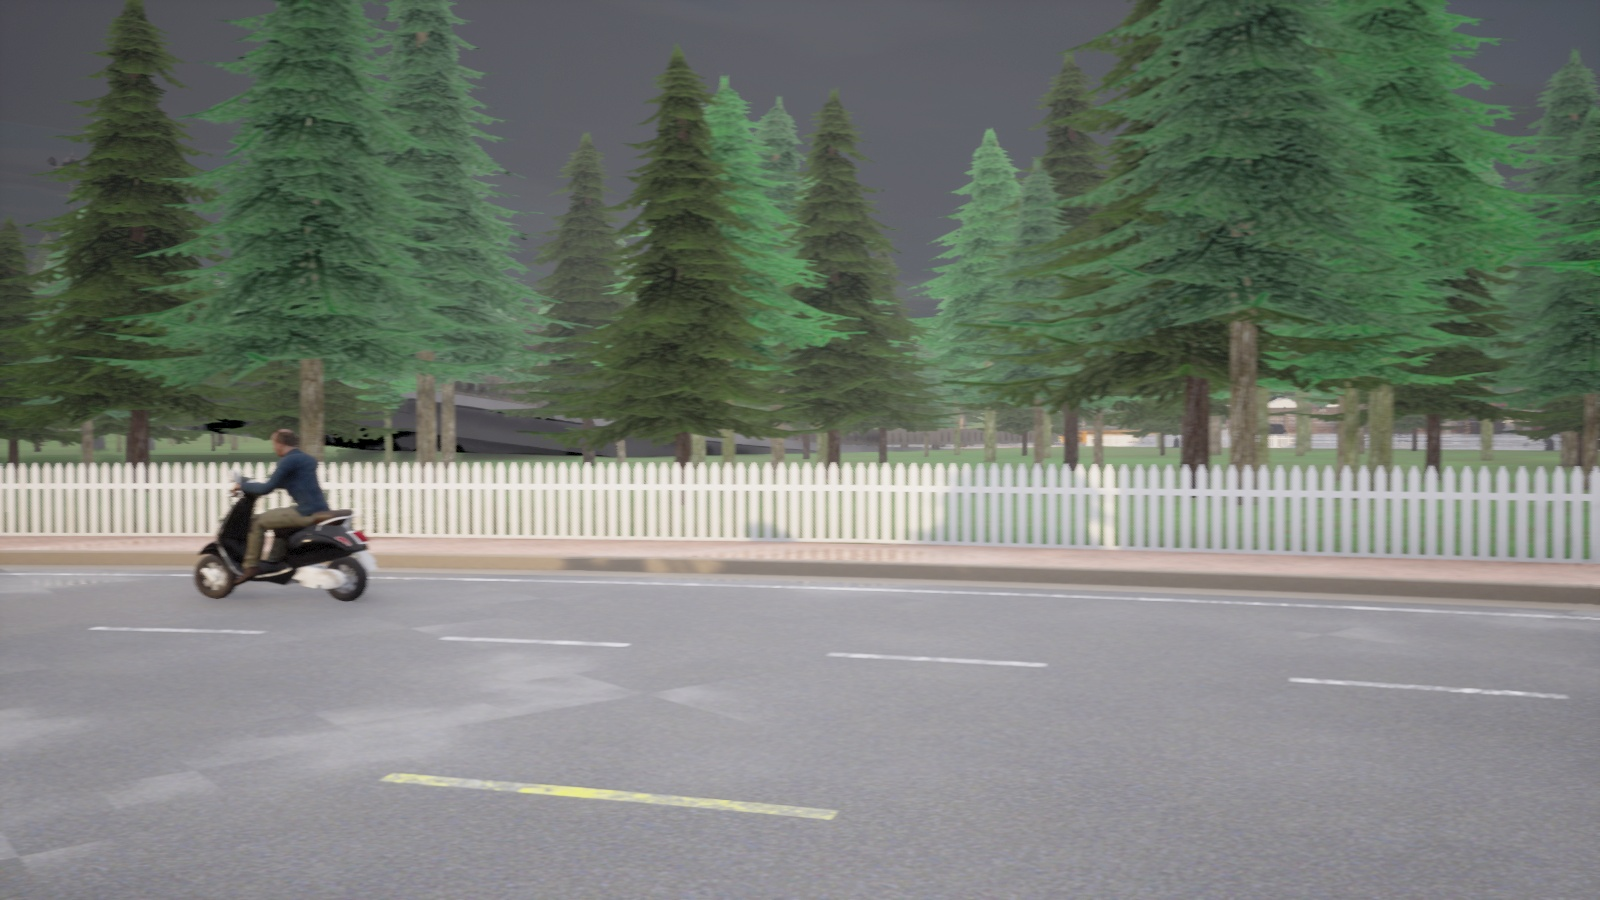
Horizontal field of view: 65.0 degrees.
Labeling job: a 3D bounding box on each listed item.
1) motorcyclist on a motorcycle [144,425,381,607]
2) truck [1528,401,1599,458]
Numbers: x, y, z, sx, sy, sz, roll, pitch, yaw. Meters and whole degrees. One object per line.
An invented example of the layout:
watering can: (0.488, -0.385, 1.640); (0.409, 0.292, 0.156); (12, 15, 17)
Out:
motorcyclist on a motorcycle: (-4.932, 0.565, 11.591); (1.817, 1.590, 0.866); (0, 1, 10)
truck: (48.990, -1.234, 76.004); (2.891, 3.462, 7.936); (-1, 1, -40)
